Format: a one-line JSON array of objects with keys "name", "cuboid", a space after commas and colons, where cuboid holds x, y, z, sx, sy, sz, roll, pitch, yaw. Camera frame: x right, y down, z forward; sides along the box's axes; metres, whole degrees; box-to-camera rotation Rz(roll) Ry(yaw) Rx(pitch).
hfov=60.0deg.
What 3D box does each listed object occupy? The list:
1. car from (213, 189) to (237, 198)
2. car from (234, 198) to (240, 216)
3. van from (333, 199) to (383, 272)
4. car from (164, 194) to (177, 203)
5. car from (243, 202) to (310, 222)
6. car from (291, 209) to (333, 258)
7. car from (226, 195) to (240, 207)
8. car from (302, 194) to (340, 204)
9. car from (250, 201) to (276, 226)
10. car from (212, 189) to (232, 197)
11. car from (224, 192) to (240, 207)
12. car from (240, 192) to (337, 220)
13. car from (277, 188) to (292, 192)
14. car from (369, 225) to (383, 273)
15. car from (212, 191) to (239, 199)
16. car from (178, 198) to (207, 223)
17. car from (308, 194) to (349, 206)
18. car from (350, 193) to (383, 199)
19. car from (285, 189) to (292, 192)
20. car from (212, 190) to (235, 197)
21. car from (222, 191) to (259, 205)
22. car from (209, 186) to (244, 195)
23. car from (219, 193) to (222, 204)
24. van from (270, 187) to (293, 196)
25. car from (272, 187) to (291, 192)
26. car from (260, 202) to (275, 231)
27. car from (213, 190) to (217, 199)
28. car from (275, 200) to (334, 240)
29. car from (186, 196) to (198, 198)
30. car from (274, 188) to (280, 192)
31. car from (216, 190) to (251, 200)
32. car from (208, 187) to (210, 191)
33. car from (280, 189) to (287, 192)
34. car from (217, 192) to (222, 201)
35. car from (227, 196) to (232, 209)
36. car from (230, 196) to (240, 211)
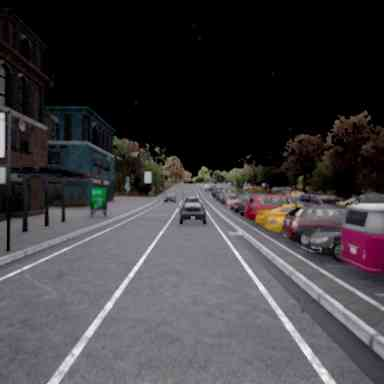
[{"name": "car", "cuboid": [6.578, 0.271, 67.190, 4.553, 1.767, 2.185, 0, 3, 0]}, {"name": "car", "cuboid": [6.336, 1.484, 28.194, 4.792, 1.488, 2.163, 0, 0, 0]}, {"name": "van", "cuboid": [6.392, 1.277, 8.708, 4.442, 1.987, 1.878, 0, 0, 0]}, {"name": "car", "cuboid": [-3.421, 1.021, 53.010, 2.033, 1.411, 5.357, 0, 1, 0]}, {"name": "car", "cuboid": [6.350, 1.505, 25.408, 4.674, 1.452, 2.002, 0, 0, 0]}, {"name": "car", "cuboid": [6.294, 1.498, 11.493, 4.892, 1.521, 2.231, 0, 0, 0]}, {"name": "car", "cuboid": [6.407, 1.413, 36.560, 4.674, 1.452, 2.002, 0, 1, 0]}, {"name": "car", "cuboid": [19.544, 1.063, 50.607, 5.008, 1.535, 2.097, 0, 2, 0]}, {"name": "car", "cuboid": [6.321, 1.478, 19.842, 5.008, 1.535, 2.097, 0, 0, 0]}, {"name": "car", "cuboid": [6.501, 0.781, 58.843, 4.892, 1.521, 2.231, 0, 2, 0]}, {"name": "car", "cuboid": [6.448, 1.204, 39.344, 4.553, 1.767, 2.185, 0, 1, 0]}, {"name": "car", "cuboid": [6.368, 1.220, 22.624, 5.566, 2.045, 2.435, 0, 0, 0]}, {"name": "car", "cuboid": [19.642, 0.558, 64.422, 4.792, 1.488, 2.163, 0, 3, 0]}, {"name": "car", "cuboid": [6.267, 1.508, 5.925, 5.008, 1.535, 2.097, 0, 0, 0]}, {"name": "car", "cuboid": [6.528, 0.533, 64.420, 5.008, 1.535, 2.097, 0, 3, 0]}, {"name": "car", "cuboid": [0.062, 1.445, 24.664, 1.837, 1.490, 4.892, 0, 1, 0]}, {"name": "car", "cuboid": [19.530, 1.146, 47.690, 4.892, 1.521, 2.231, 0, 2, 0]}, {"name": "car", "cuboid": [19.500, 1.154, 33.876, 5.566, 2.045, 2.435, 0, 1, 0]}, {"name": "car", "cuboid": [19.773, 0.773, 58.838, 5.366, 1.575, 1.946, 0, 3, 0]}, {"name": "car", "cuboid": [6.589, 0.281, 69.980, 4.792, 1.488, 2.163, 0, 3, 0]}, {"name": "car", "cuboid": [6.461, 1.153, 42.124, 4.553, 1.767, 2.185, 0, 1, 0]}, {"name": "car", "cuboid": [6.549, 0.410, 61.618, 5.566, 2.045, 2.435, 0, 3, 0]}, {"name": "car", "cuboid": [6.472, 1.246, 44.914, 4.792, 1.488, 2.163, 0, 1, 0]}, {"name": "van", "cuboid": [19.526, -0.122, 72.770, 4.442, 1.987, 1.878, -1, 3, 0]}, {"name": "car", "cuboid": [19.643, 0.281, 70.113, 4.674, 1.452, 2.002, 0, 3, 0]}, {"name": "car", "cuboid": [6.499, 1.481, 17.058, 5.366, 1.575, 1.946, 0, 0, 0]}, {"name": "car", "cuboid": [6.466, 0.917, 56.067, 4.792, 1.488, 2.163, 0, 2, 0]}, {"name": "car", "cuboid": [6.270, 1.365, 14.401, 4.553, 1.767, 2.185, 0, 0, 0]}, {"name": "car", "cuboid": [-0.001, 1.217, 42.218, 2.128, 1.511, 4.902, 0, 1, 0]}, {"name": "car", "cuboid": [19.630, 0.425, 67.332, 4.674, 1.452, 2.002, 0, 3, 0]}, {"name": "car", "cuboid": [6.438, 0.944, 50.483, 4.553, 1.767, 2.185, 0, 2, 0]}, {"name": "car", "cuboid": [6.543, 0.137, 72.760, 4.792, 1.488, 2.163, 0, 3, 0]}, {"name": "car", "cuboid": [19.786, 0.654, 61.631, 5.366, 1.575, 1.946, 0, 3, 0]}, {"name": "car", "cuboid": [6.427, 1.177, 47.701, 4.792, 1.488, 2.163, 0, 1, 0]}, {"name": "car", "cuboid": [6.385, 1.408, 33.770, 5.008, 1.535, 2.097, 0, 1, 0]}, {"name": "car", "cuboid": [6.373, 1.435, 30.981, 5.008, 1.535, 2.097, 0, 0, 0]}]
